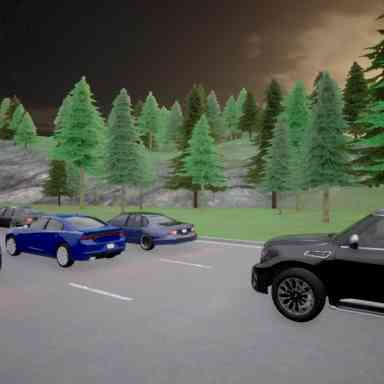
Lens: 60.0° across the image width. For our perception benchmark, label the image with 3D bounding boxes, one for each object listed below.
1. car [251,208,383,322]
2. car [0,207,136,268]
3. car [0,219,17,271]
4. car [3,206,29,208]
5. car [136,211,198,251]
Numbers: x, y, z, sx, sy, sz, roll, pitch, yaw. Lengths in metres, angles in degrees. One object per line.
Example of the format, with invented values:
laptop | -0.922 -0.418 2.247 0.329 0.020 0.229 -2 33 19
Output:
car | 3.813 1.221 5.574 5.566 2.045 2.150 0 0 35
car | -4.464 1.477 11.445 5.008 1.535 1.882 0 0 35
car | -6.915 1.505 8.895 4.892 1.490 1.837 0 0 36
car | -10.572 1.547 20.034 5.357 1.411 2.033 0 0 35
car | -2.342 1.547 14.232 5.357 1.411 2.033 0 0 35
